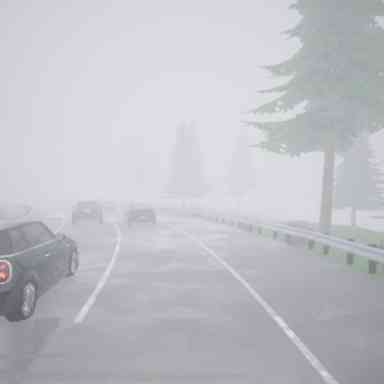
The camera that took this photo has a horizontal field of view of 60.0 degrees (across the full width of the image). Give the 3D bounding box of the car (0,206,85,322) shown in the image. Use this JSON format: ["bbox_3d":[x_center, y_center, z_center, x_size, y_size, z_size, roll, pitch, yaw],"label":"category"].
[{"bbox_3d":[-4.040,1.372,7.362,2.097,1.767,4.553,0,0,-5],"label":"car"}]

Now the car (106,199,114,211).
[{"bbox_3d":[-10.951,1.557,40.563,2.163,1.488,4.792,0,0,-29],"label":"car"}]

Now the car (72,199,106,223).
[{"bbox_3d":[-7.998,1.391,25.345,2.097,1.767,4.553,0,0,-18],"label":"car"}]

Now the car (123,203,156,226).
[{"bbox_3d":[-3.830,1.497,23.878,1.882,1.535,5.008,0,0,-16],"label":"car"}]
